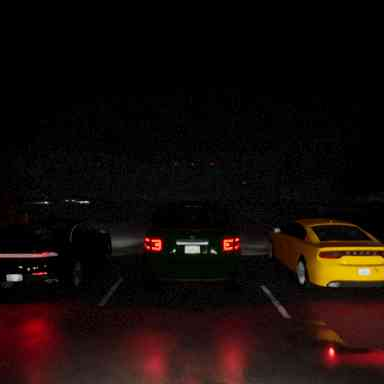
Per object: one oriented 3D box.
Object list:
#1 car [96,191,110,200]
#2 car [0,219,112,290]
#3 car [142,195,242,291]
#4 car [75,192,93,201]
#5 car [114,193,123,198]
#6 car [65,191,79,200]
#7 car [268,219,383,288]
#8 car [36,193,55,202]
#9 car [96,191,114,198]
[{"bbox_3d":[-22.458,0.833,84.514,2.150,2.045,5.566,0,0,-1],"label":"car"},{"bbox_3d":[-3.522,1.482,9.012,2.128,1.511,4.902,0,0,0],"label":"car"},{"bbox_3d":[-0.014,1.212,9.157,2.150,2.045,5.566,0,0,0],"label":"car"},{"bbox_3d":[-22.123,1.245,69.303,1.994,1.385,4.181,0,0,-1],"label":"car"},{"bbox_3d":[-19.049,1.140,85.974,2.033,1.411,5.357,0,0,-4],"label":"car"},{"bbox_3d":[-29.382,0.845,82.313,2.150,2.045,5.566,0,0,-1],"label":"car"},{"bbox_3d":[3.475,1.468,9.211,1.882,1.535,5.008,0,0,0],"label":"car"},{"bbox_3d":[-29.067,1.066,66.048,2.097,1.767,4.553,0,0,-1],"label":"car"},{"bbox_3d":[-18.639,0.913,70.266,2.150,2.045,5.566,0,0,-1],"label":"car"}]
